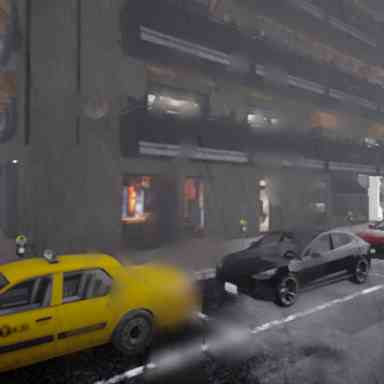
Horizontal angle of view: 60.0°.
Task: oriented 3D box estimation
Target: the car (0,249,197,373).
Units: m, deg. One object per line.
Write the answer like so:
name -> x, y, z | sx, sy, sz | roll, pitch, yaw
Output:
car -> -2.198, 1.522, 4.519 | 4.829, 1.417, 1.752 | 0, 1, -36

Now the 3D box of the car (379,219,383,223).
car -> 7.173, 1.487, 11.206 | 4.507, 1.381, 1.887 | 0, 1, -36

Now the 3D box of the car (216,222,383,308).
car -> 2.557, 1.535, 7.913 | 4.313, 1.339, 1.947 | 0, 1, -36
